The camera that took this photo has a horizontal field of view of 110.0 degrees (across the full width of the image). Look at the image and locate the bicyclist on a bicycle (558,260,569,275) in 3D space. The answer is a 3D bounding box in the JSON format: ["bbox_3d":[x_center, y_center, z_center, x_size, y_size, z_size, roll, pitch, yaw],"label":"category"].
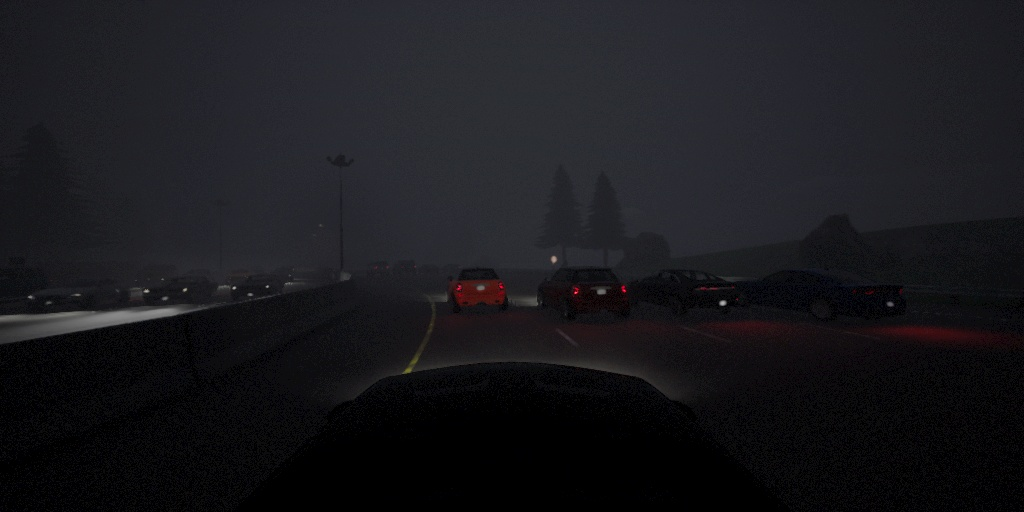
[{"bbox_3d":[5.707,1.298,38.817,1.656,1.620,0.582,24,-11,-28],"label":"bicyclist on a bicycle"}]

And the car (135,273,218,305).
[{"bbox_3d":[-17.865,1.804,19.523,1.895,1.301,4.718,-1,-1,-25],"label":"car"}]

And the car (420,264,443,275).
[{"bbox_3d":[-12.109,1.848,51.945,1.882,1.535,5.008,-1,0,-31],"label":"car"}]

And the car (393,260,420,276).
[{"bbox_3d":[-14.966,1.624,49.890,2.150,2.045,5.566,-1,0,-31],"label":"car"}]

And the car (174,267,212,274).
[{"bbox_3d":[-30.653,2.038,35.036,2.128,1.511,4.902,-1,-1,-31],"label":"car"}]

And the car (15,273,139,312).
[{"bbox_3d":[-20.856,1.763,17.538,1.812,1.442,4.674,0,-1,-24],"label":"car"}]

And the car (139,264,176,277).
[{"bbox_3d":[-35.040,1.848,35.582,2.150,2.045,5.566,-1,-1,-30],"label":"car"}]

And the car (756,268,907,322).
[{"bbox_3d":[9.742,1.151,12.040,1.882,1.535,5.008,0,0,-9],"label":"car"}]

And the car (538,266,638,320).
[{"bbox_3d":[2.392,1.159,13.172,2.097,1.767,4.553,-1,-1,-10],"label":"car"}]

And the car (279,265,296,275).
[{"bbox_3d":[-31.790,1.942,50.791,1.895,1.301,4.718,-1,-1,-31],"label":"car"}]

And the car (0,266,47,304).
[{"bbox_3d":[-24.091,1.505,16.336,2.150,2.045,5.566,0,-1,-25],"label":"car"}]

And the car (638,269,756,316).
[{"bbox_3d":[5.991,1.240,13.330,2.128,1.511,4.902,-1,0,-10],"label":"car"}]

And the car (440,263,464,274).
[{"bbox_3d":[-8.967,1.836,53.504,1.837,1.490,4.892,-1,0,-31],"label":"car"}]

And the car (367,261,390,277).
[{"bbox_3d":[-17.996,1.661,48.138,2.150,2.045,5.566,-1,0,-31],"label":"car"}]

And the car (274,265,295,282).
[{"bbox_3d":[-23.659,1.969,36.959,1.812,1.442,4.674,-1,-1,-31],"label":"car"}]

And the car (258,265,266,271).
[{"bbox_3d":[-34.815,1.884,49.028,2.033,1.411,5.357,-1,-1,-31],"label":"car"}]

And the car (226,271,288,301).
[{"bbox_3d":[-14.658,1.761,20.868,1.895,1.301,4.718,-1,-1,-25],"label":"car"}]

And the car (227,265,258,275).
[{"bbox_3d":[-26.918,1.964,35.592,1.882,1.535,5.008,-1,0,-31],"label":"car"}]

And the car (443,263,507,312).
[{"bbox_3d":[-1.654,1.248,15.452,2.097,1.767,4.553,-1,-1,-13],"label":"car"}]
